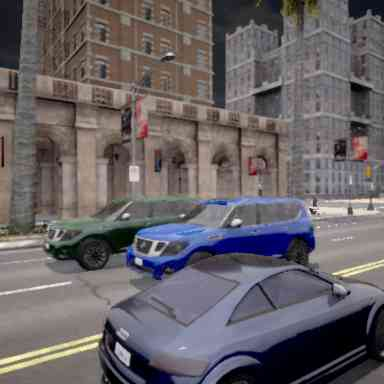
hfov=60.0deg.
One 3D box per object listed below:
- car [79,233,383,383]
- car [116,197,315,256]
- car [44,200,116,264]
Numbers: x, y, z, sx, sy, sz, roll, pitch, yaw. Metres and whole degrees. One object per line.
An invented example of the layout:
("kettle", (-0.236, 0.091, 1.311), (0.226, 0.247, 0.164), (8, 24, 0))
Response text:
("car", (0.947, 1.543, 4.422), (4.181, 1.385, 1.994), (0, 0, -36))
("car", (1.054, 1.185, 9.054), (5.566, 2.045, 2.150), (0, 0, -36))
("car", (-1.925, 1.192, 11.226), (5.566, 2.045, 2.150), (0, 0, -36))
